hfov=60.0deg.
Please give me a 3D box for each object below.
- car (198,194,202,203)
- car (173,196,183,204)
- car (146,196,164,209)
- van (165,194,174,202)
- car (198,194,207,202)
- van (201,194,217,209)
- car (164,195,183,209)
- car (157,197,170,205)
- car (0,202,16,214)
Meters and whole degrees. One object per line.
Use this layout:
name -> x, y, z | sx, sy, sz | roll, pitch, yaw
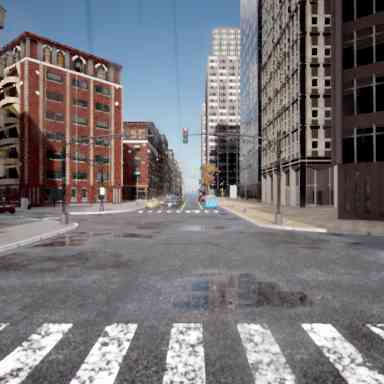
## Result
car -> 2.569, 1.620, 68.001 | 1.887, 1.381, 4.507 | 0, 0, 0
car -> -2.773, 1.597, 66.435 | 1.812, 1.442, 4.674 | 0, 0, 1
car -> -5.311, 1.554, 45.621 | 1.752, 1.417, 4.829 | 0, 0, 0
van -> -5.310, 1.446, 79.105 | 1.690, 1.788, 3.998 | 0, 0, 0
car -> 2.568, 1.437, 84.660 | 2.192, 1.841, 5.009 | 0, 0, 0
van -> 2.570, 1.370, 45.791 | 1.690, 1.788, 3.998 | 0, 0, 0
car -> -2.811, 1.521, 45.981 | 2.128, 1.511, 4.902 | 0, 0, 2
car -> -5.311, 1.628, 62.449 | 1.947, 1.339, 4.313 | 0, 0, 0
car -> -21.145, 1.776, 36.464 | 4.718, 1.301, 1.895 | -1, -1, 41
